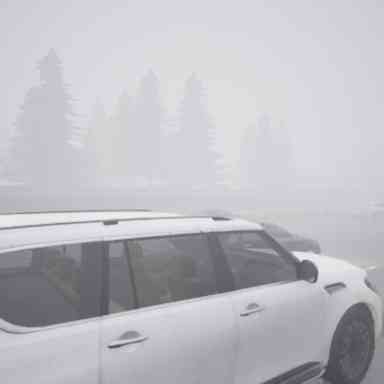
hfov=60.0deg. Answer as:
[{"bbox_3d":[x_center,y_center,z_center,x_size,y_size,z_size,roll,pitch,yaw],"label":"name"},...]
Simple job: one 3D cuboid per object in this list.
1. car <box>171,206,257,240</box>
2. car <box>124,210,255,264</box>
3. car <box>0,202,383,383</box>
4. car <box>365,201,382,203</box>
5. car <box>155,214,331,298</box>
[{"bbox_3d":[1.205,1.546,17.513,4.181,1.385,1.994,0,0,-36],"label":"car"},{"bbox_3d":[0.029,1.514,12.388,4.674,1.442,1.812,0,0,-36],"label":"car"},{"bbox_3d":[-0.171,1.218,3.626,5.566,2.045,2.150,0,0,-36],"label":"car"},{"bbox_3d":[14.822,1.482,27.236,4.674,1.442,1.812,0,0,-36],"label":"car"},{"bbox_3d":[1.591,1.494,9.184,4.892,1.490,1.837,0,0,-36],"label":"car"}]
